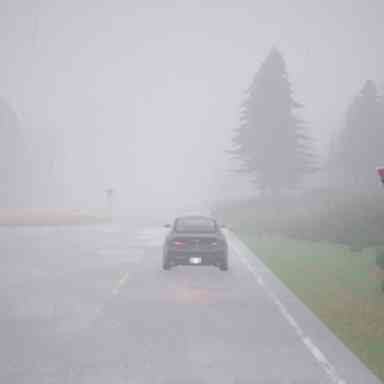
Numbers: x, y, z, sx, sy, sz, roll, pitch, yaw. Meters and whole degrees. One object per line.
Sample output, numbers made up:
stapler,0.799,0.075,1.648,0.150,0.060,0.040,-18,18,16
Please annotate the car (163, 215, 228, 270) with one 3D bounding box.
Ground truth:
car,0.101,1.513,11.082,1.837,1.490,4.892,0,0,0

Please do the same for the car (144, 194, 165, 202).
car,-9.068,1.709,77.121,4.181,1.381,1.994,0,0,-1
